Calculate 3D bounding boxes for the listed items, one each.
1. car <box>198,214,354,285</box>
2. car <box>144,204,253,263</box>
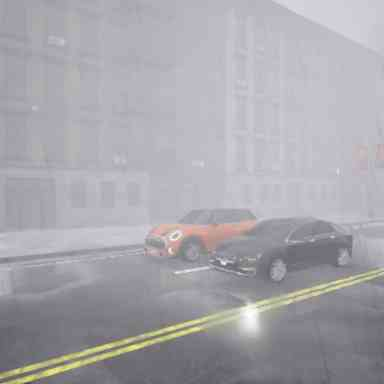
[{"bbox_3d":[2.761,1.505,9.641,4.892,1.490,1.837,0,0,-35],"label":"car"},{"bbox_3d":[0.565,1.352,12.067,4.553,1.767,2.097,0,0,-35],"label":"car"}]
